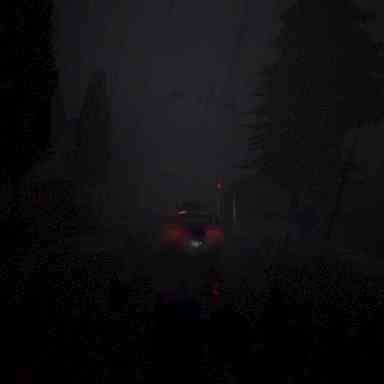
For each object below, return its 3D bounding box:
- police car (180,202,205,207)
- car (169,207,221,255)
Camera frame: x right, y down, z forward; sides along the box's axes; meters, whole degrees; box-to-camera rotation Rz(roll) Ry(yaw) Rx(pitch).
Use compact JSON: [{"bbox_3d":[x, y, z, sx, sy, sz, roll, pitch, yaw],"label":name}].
[{"bbox_3d":[0.032,1.487,23.055,2.038,1.542,4.974,0,0,0],"label":"police car"},{"bbox_3d":[0.103,1.516,13.031,1.812,1.442,4.674,0,0,0],"label":"car"}]
